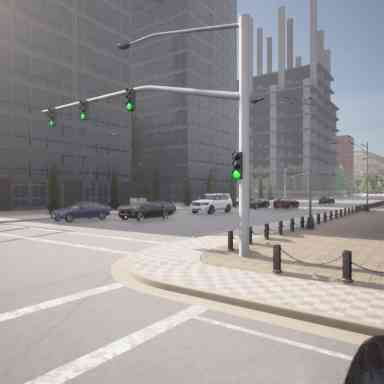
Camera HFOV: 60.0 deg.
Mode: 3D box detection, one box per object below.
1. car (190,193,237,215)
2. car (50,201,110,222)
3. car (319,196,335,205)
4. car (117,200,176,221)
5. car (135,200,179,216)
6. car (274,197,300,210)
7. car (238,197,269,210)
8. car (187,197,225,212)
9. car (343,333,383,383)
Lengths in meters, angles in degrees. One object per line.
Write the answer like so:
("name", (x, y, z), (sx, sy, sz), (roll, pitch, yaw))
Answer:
("car", (2.094, 1.166, 34.332), (2.150, 2.045, 5.566), (0, 0, 36))
("car", (-8.485, 1.470, 25.659), (1.812, 1.442, 4.674), (0, 0, 38))
("car", (23.329, 1.448, 57.493), (1.837, 1.490, 4.892), (0, 0, 36))
("car", (-3.615, 1.545, 26.417), (1.895, 1.301, 4.718), (0, 0, 36))
("car", (-3.404, 1.508, 32.695), (1.994, 1.385, 4.181), (0, 0, 36))
("car", (11.917, 1.422, 41.642), (1.882, 1.535, 5.008), (0, 0, 36))
("car", (8.196, 1.422, 42.784), (1.882, 1.535, 5.008), (0, 0, 36))
("car", (1.736, 1.436, 39.822), (2.128, 1.511, 4.902), (0, 0, 36))
("car", (3.017, 1.564, 1.816), (4.181, 1.385, 1.994), (0, 0, 36))
